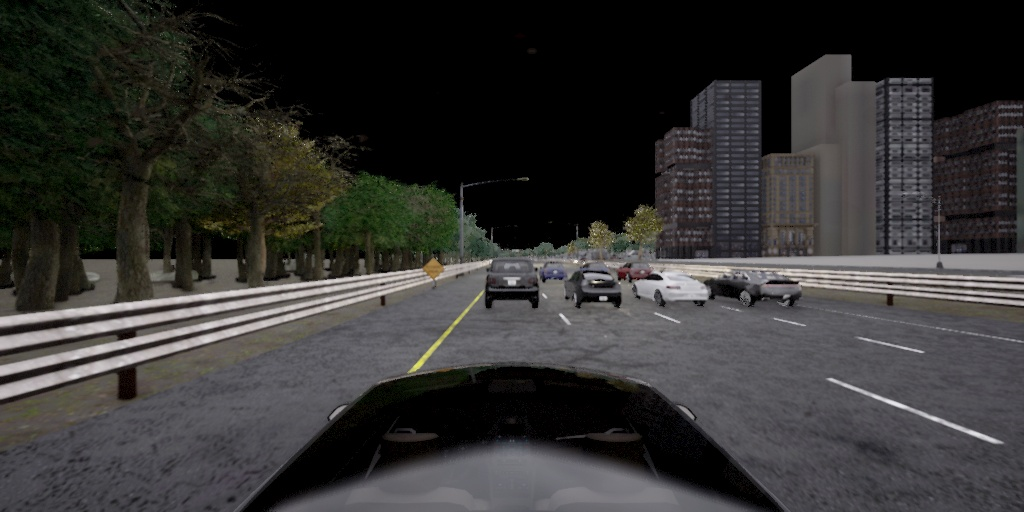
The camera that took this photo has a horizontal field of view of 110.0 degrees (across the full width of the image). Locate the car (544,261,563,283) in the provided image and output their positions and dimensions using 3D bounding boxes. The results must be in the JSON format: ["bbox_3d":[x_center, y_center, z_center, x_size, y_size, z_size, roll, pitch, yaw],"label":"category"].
[{"bbox_3d":[3.497,1.319,30.920,2.097,1.767,4.553,0,0,0],"label":"car"}]

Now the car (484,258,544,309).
[{"bbox_3d":[-0.001,1.088,15.874,2.150,2.045,5.566,0,0,0],"label":"car"}]

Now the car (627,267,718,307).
[{"bbox_3d":[7.001,1.400,16.236,1.812,1.442,4.674,0,0,0],"label":"car"}]

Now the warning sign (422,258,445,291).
[{"bbox_3d":[-4.553,1.024,20.812,1.300,1.860,1.060,0,0,0],"label":"warning sign"}]

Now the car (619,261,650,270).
[{"bbox_3d":[10.497,1.319,30.921,2.097,1.767,4.553,0,0,0],"label":"car"}]

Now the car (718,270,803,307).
[{"bbox_3d":[10.501,1.366,16.150,2.128,1.511,4.902,0,0,0],"label":"car"}]

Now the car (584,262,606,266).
[{"bbox_3d":[6.997,1.319,30.926,2.097,1.767,4.553,0,0,0],"label":"car"}]

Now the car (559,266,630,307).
[{"bbox_3d":[3.502,1.381,16.140,1.837,1.490,4.892,0,0,0],"label":"car"}]
